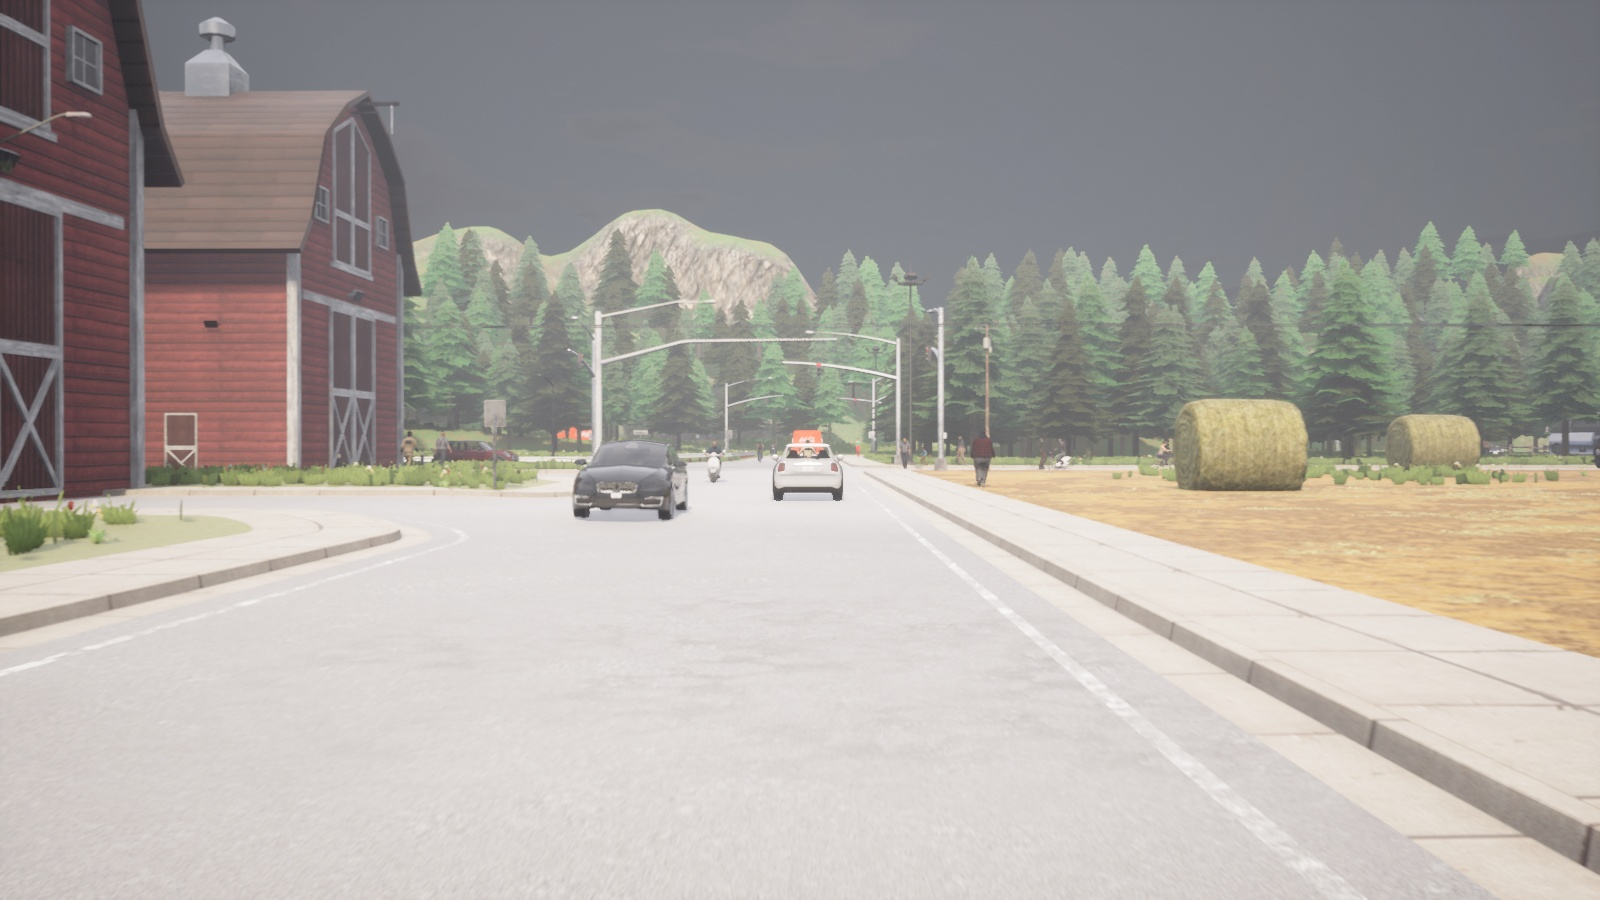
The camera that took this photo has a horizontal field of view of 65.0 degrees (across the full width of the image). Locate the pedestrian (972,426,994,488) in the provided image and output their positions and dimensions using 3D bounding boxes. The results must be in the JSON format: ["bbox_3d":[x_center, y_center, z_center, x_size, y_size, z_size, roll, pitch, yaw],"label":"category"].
[{"bbox_3d":[5.521,0.194,37.903,0.634,1.844,0.899,0,0,7],"label":"pedestrian"}]

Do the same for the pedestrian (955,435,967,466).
[{"bbox_3d":[9.555,0.016,74.541,0.694,1.848,0.540,0,0,3],"label":"pedestrian"}]

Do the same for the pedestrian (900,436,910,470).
[{"bbox_3d":[5.753,0.185,68.604,0.540,1.848,0.694,0,0,4],"label":"pedestrian"}]

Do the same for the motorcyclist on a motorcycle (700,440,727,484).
[{"bbox_3d":[-3.216,0.433,46.959,0.866,1.590,1.817,0,0,0],"label":"motorcyclist on a motorcycle"}]

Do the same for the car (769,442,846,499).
[{"bbox_3d":[0.210,0.519,34.097,1.970,1.475,3.806,0,0,0],"label":"car"}]

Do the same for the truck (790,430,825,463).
[{"bbox_3d":[0.572,-0.290,97.555,2.627,2.467,5.204,0,0,0],"label":"truck"}]

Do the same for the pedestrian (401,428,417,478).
[{"bbox_3d":[-15.047,0.104,48.328,0.396,1.930,0.692,0,0,0],"label":"pedestrian"}]

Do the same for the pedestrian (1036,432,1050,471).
[{"bbox_3d":[12.018,0.070,62.102,0.692,1.930,0.395,0,0,8],"label":"pedestrian"}]

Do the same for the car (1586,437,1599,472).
[{"bbox_3d":[44.289,0.229,66.692,3.866,1.878,1.905,0,0,1],"label":"car"}]

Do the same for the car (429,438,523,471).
[{"bbox_3d":[-17.551,0.234,68.164,4.553,1.767,2.097,0,0,1],"label":"car"}]

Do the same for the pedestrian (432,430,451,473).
[{"bbox_3d":[-15.541,0.071,54.435,0.540,1.848,0.694,0,0,15],"label":"pedestrian"}]

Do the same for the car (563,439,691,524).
[{"bbox_3d":[-3.338,0.551,25.115,1.837,1.490,4.892,1,1,0],"label":"car"}]
